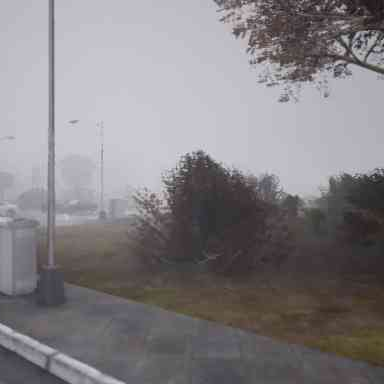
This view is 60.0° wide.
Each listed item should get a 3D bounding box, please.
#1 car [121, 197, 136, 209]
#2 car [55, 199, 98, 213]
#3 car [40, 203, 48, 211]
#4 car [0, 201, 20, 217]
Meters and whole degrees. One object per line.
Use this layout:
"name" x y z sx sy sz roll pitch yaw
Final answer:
"car" -6.720 1.453 44.961 2.128 1.511 4.902 0 0 33
"car" -12.355 1.489 36.135 1.812 1.442 4.674 0 0 33
"car" -15.032 1.559 38.455 1.895 1.301 4.718 0 0 33
"car" -17.243 1.490 28.465 1.812 1.442 4.674 0 0 33
